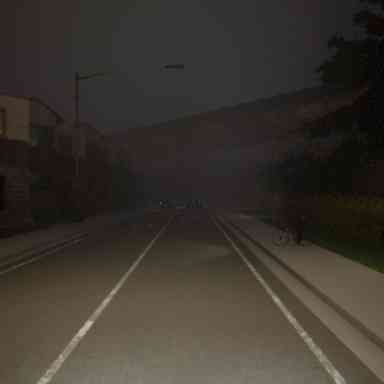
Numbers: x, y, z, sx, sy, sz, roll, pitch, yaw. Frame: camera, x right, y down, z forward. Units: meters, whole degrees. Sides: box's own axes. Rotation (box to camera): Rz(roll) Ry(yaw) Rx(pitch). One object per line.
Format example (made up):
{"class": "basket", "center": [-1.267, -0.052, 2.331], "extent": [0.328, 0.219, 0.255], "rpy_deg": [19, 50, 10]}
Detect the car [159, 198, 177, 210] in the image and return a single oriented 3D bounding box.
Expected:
{"class": "car", "center": [-3.104, 1.505, 42.799], "extent": [1.812, 1.442, 4.674], "rpy_deg": [0, 0, 4]}

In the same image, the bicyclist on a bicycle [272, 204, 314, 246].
{"class": "bicyclist on a bicycle", "center": [3.890, 1.298, 12.799], "extent": [1.656, 1.620, 0.582], "rpy_deg": [0, 0, 0]}

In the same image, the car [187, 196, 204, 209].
{"class": "car", "center": [0.513, 1.330, 46.185], "extent": [2.097, 1.767, 4.553], "rpy_deg": [0, 0, 6]}
